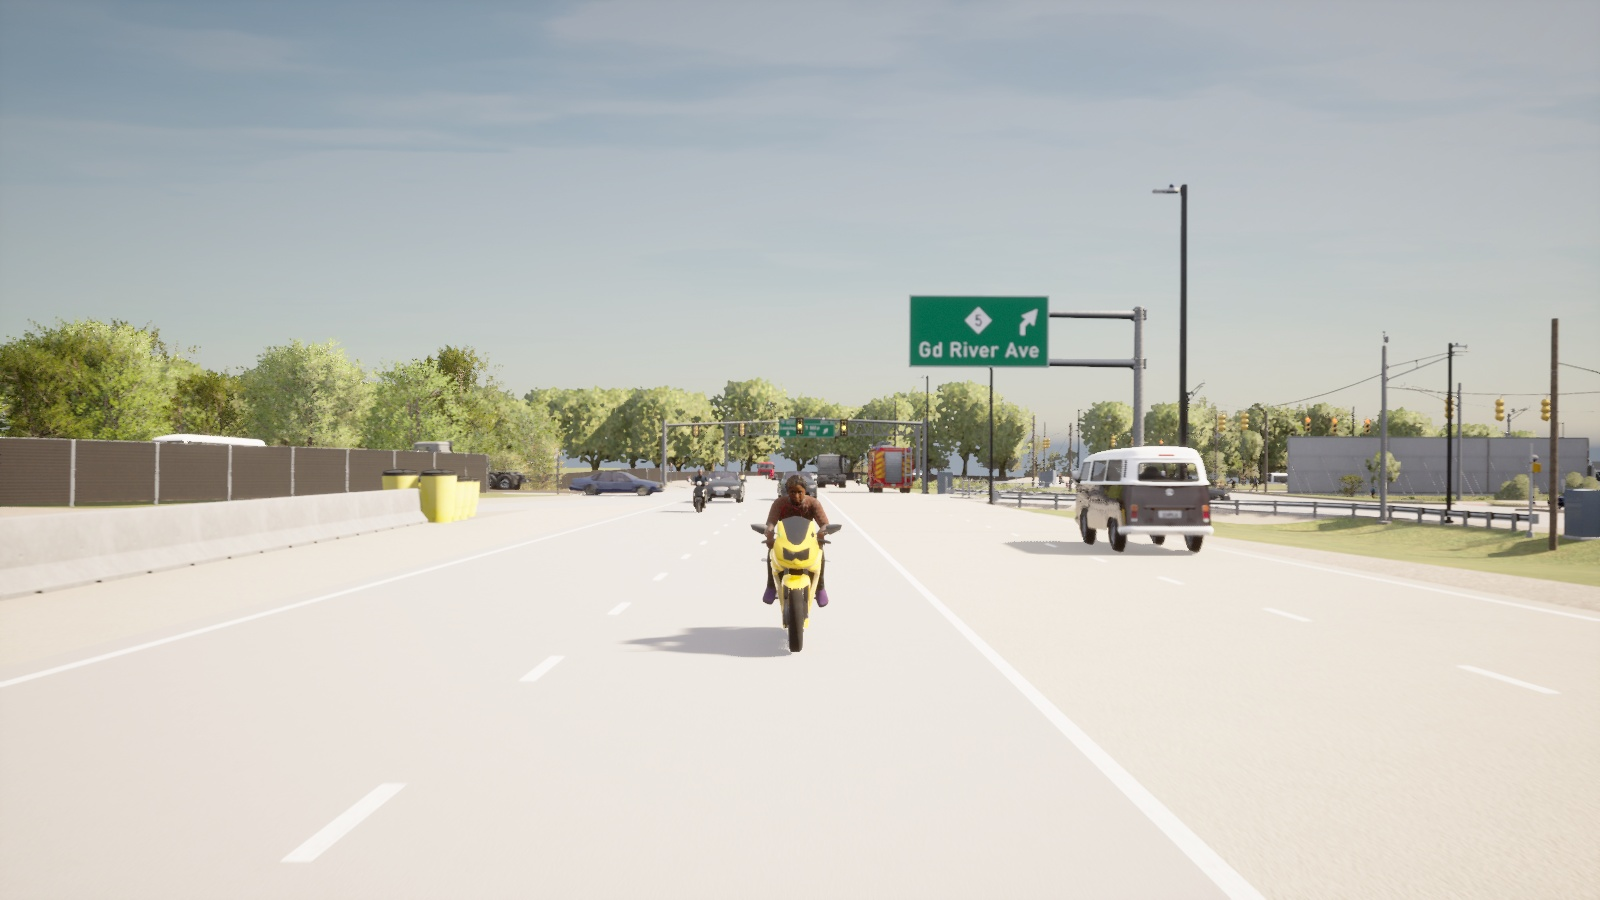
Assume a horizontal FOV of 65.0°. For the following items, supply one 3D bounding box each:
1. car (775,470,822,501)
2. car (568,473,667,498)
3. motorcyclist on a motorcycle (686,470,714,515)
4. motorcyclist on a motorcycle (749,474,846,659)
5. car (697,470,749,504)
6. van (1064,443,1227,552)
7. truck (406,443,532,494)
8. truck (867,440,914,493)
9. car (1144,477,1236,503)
[{"bbox_3d":[-0.128,1.806,65.025,2.128,1.511,4.902,0,-1,-3],"label":"car"},{"bbox_3d":[-10.480,2.030,72.320,5.357,1.411,2.033,0,0,4],"label":"car"},{"bbox_3d":[-3.606,1.506,45.481,0.866,1.590,1.817,0,-1,0],"label":"motorcyclist on a motorcycle"},{"bbox_3d":[-0.026,0.983,11.410,0.797,1.523,2.044,0,-1,0],"label":"motorcyclist on a motorcycle"},{"bbox_3d":[-3.607,1.732,59.552,2.128,1.511,4.902,0,-1,0],"label":"car"},{"bbox_3d":[6.939,0.922,25.753,2.069,2.038,4.480,0,-1,0],"label":"van"},{"bbox_3d":[-22.890,1.274,87.181,7.936,3.462,2.891,0,0,0],"label":"truck"},{"bbox_3d":[6.776,1.277,95.569,2.891,3.827,8.468,0,-1,0],"label":"truck"},{"bbox_3d":[23.614,2.436,76.198,4.902,1.511,2.128,0,-1,-2],"label":"car"}]
